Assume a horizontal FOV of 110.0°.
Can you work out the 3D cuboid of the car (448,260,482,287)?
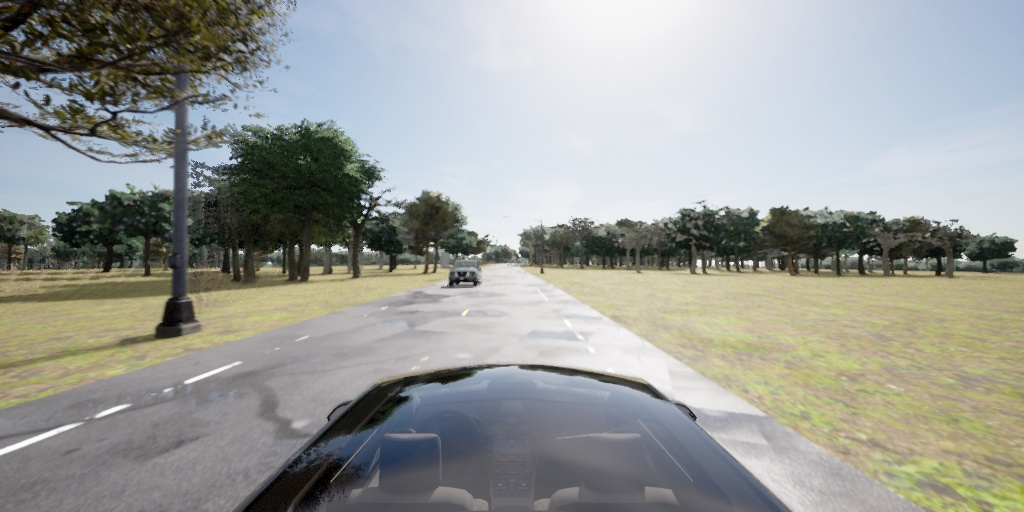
[{"bbox_3d":[-3.604,1.328,28.517,2.150,2.045,5.566,0,-1,0],"label":"car"}]
